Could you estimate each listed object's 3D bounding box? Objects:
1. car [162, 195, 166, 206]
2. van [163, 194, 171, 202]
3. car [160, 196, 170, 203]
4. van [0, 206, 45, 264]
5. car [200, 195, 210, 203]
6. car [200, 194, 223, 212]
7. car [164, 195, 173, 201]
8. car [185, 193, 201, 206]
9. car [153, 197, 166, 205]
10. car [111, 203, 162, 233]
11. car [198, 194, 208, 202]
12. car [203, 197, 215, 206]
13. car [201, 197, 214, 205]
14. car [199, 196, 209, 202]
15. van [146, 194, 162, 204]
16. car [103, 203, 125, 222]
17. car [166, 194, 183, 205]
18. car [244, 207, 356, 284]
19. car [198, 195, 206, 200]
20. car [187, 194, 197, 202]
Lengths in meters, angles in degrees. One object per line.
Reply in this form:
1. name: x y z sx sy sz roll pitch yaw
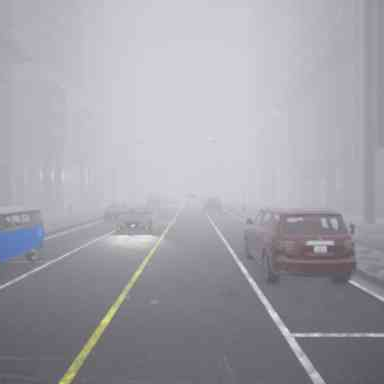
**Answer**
1. car: -5.763 1.605 54.612 1.947 1.339 4.313 0 0 0
2. van: -5.763 1.402 77.159 1.690 1.788 3.998 0 0 0
3. car: -5.763 1.600 71.522 1.887 1.381 4.507 0 0 0
4. van: -5.764 1.344 9.518 1.690 1.788 3.998 0 0 0
5. car: 2.762 1.496 71.532 1.967 1.590 4.097 0 0 0
6. car: 2.389 1.377 38.999 2.097 1.767 4.553 0 0 0
7. car: -5.763 1.507 82.796 1.967 1.590 4.097 0 0 0
8. car: 0.002 1.263 56.322 2.150 2.045 5.566 0 0 0
9. car: -5.763 1.610 60.249 1.947 1.339 4.313 0 0 0
10. car: -3.099 1.572 19.348 1.994 1.385 4.181 0 0 0
11. car: 2.762 1.383 82.805 2.192 1.841 5.009 0 0 0
12. car: 2.762 1.565 54.793 1.752 1.417 4.829 0 0 0
13. car: 2.762 1.596 60.259 2.008 1.369 4.403 0 0 0
14. car: 2.763 1.628 77.168 1.947 1.339 4.313 0 0 0
15. van: -5.764 1.375 48.975 1.690 1.788 3.998 0 0 0
16. car: -5.764 1.557 26.429 1.887 1.381 4.507 0 0 0
17. car: -3.036 1.591 59.679 2.033 1.411 5.357 0 0 1
18. car: 2.761 1.318 9.533 2.192 1.841 5.009 0 0 0
19. car: 2.763 1.645 94.077 1.947 1.339 4.313 0 0 0
20. car: 0.003 1.262 73.480 2.097 1.767 4.553 0 0 0
